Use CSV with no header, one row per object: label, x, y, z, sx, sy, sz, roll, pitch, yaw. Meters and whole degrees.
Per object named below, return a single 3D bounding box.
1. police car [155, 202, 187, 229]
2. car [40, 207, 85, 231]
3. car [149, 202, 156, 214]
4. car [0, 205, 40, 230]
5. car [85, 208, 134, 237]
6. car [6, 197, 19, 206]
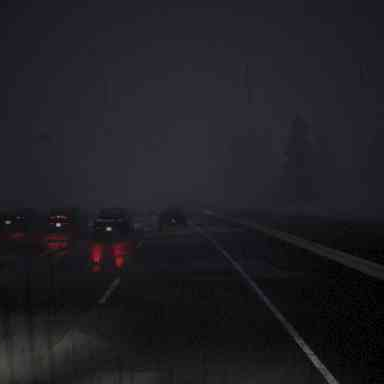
police car,-1.481,1.679,24.013,1.930,1.638,5.238,0,0,-6
car,-8.332,1.753,22.480,1.837,1.490,4.892,0,-1,-6
car,-4.214,1.962,41.140,1.812,1.442,4.674,0,-1,-11
car,-11.986,1.790,23.540,1.812,1.442,4.674,0,-1,-7
car,-4.500,1.702,19.468,2.128,1.511,4.902,0,-1,-6
car,-40.805,2.072,75.781,2.150,2.045,5.566,0,-1,-24
